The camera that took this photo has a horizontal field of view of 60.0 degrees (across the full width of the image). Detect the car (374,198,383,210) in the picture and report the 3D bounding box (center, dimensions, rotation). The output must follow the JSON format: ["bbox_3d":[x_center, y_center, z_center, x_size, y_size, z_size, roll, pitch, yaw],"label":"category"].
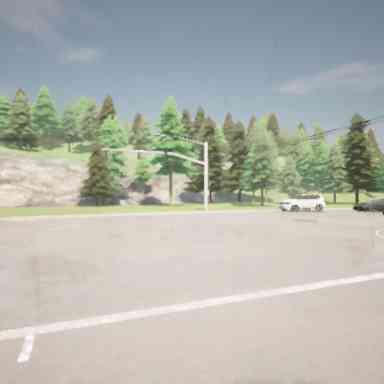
[{"bbox_3d":[26.188,1.494,42.689,4.902,1.511,2.128,0,0,-19],"label":"car"}]

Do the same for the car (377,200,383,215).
[{"bbox_3d":[18.807,1.565,29.036,4.181,1.385,1.994,0,0,-20],"label":"car"}]

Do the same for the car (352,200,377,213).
[{"bbox_3d":[20.572,1.551,37.076,5.357,1.411,2.033,0,0,-19],"label":"car"}]

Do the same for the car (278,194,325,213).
[{"bbox_3d":[12.511,1.230,37.923,5.566,2.045,2.150,0,0,-20],"label":"car"}]
